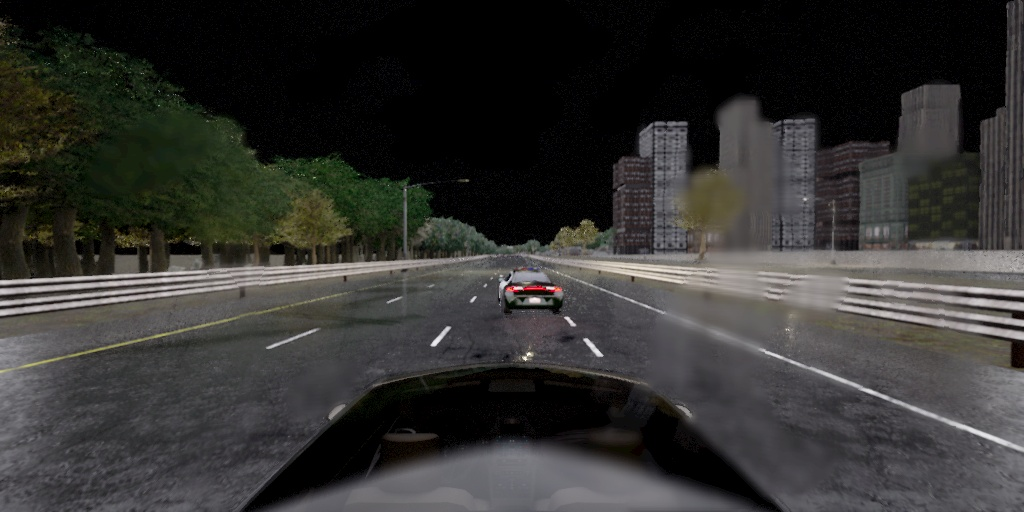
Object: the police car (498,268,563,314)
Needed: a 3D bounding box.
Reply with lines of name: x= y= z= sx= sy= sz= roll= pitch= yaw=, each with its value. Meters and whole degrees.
police car: x=0.517 y=1.242 z=13.755 sx=2.038 sy=1.542 sz=4.974 roll=1 pitch=0 yaw=-5
